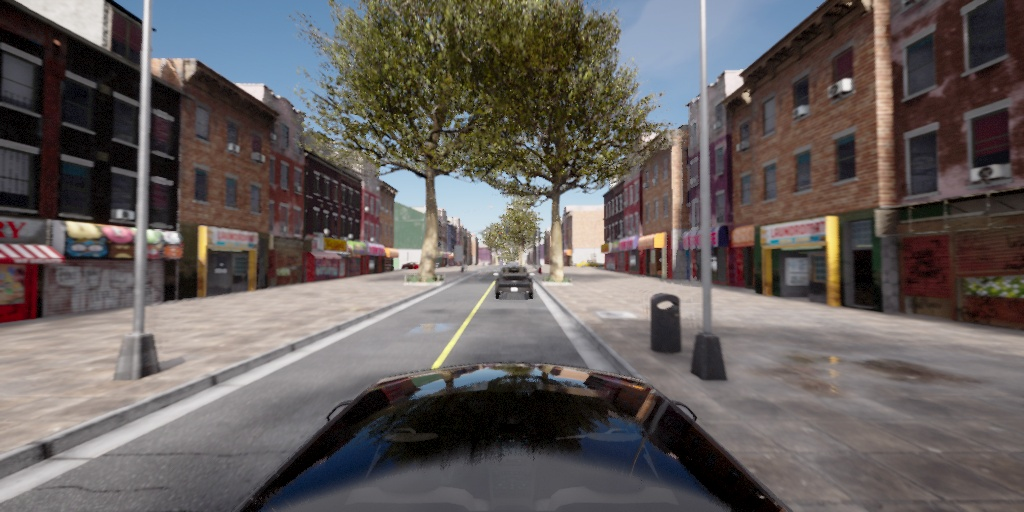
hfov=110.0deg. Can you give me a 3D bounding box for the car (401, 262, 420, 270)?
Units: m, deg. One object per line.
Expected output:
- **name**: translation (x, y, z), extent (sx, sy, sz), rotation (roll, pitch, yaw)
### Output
- **car**: translation (-14.819, 1.549, 55.706), extent (4.507, 1.381, 1.888), rotation (0, 0, 0)

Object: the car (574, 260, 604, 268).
- **car**: translation (12.194, 1.234, 55.876), extent (4.829, 1.417, 1.751), rotation (0, 0, 0)

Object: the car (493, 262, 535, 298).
- **car**: translation (0.106, 1.273, 18.651), extent (1.837, 1.490, 4.892), rotation (0, 0, 0)
